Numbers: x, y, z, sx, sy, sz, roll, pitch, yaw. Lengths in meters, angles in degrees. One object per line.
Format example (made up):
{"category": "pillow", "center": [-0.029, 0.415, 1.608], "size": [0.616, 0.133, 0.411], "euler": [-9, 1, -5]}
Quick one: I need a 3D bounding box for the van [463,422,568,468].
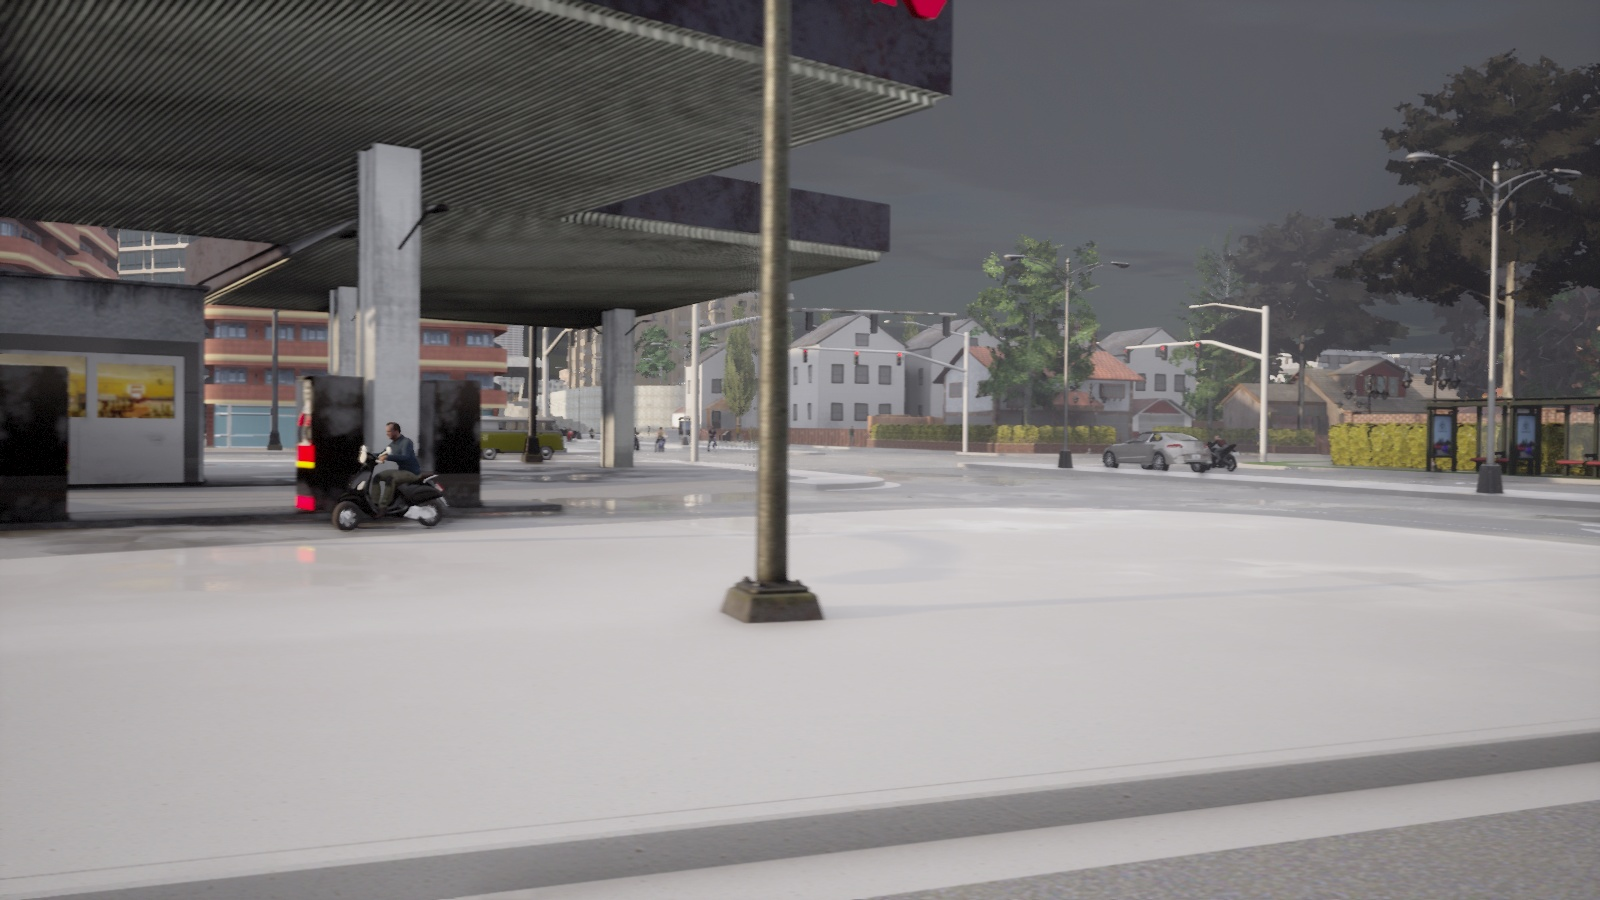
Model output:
{"category": "van", "center": [-13.067, -0.248, 57.757], "size": [4.442, 1.987, 1.775], "euler": [-1, 1, -23]}

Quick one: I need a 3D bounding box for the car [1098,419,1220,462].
{"category": "car", "center": [14.451, -0.407, 50.861], "size": [2.152, 1.651, 5.027], "euler": [-1, 1, -21]}

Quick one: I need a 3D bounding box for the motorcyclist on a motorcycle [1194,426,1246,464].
{"category": "motorcyclist on a motorcycle", "center": [17.549, -0.212, 52.567], "size": [0.866, 1.530, 2.191], "euler": [-1, 1, -21]}

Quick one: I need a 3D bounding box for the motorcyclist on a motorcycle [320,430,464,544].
{"category": "motorcyclist on a motorcycle", "center": [-6.053, 0.513, 18.680], "size": [0.866, 1.590, 1.817], "euler": [0, 1, 45]}
